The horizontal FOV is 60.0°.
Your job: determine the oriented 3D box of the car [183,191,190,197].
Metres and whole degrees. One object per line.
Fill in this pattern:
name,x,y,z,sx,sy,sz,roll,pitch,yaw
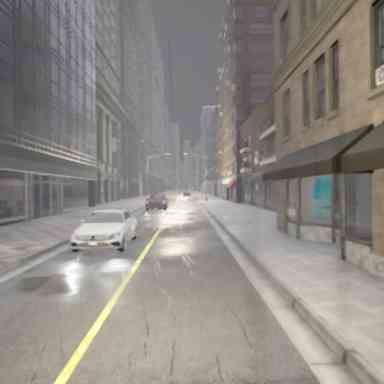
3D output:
car,-1.317,0.526,82.256,1.837,1.490,4.892,-1,1,-1

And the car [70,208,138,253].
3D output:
car,-3.290,1.398,13.248,1.812,1.442,4.674,-1,1,-1

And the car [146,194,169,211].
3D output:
car,-3.537,0.971,34.333,2.097,1.767,4.553,-1,1,-1

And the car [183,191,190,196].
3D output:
car,-1.487,0.339,92.675,2.033,1.411,5.357,-1,1,-1
